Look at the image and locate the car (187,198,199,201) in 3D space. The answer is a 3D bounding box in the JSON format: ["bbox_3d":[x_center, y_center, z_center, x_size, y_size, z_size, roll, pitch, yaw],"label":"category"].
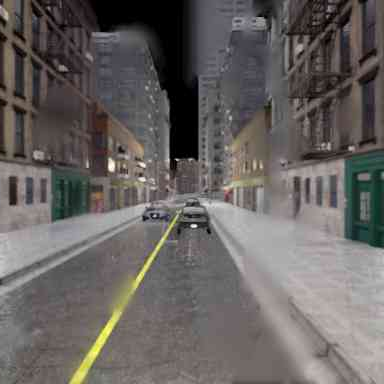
[{"bbox_3d":[0.112,1.514,39.652,1.837,1.490,4.892,0,0,0],"label":"car"}]

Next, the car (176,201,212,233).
[{"bbox_3d":[0.106,1.504,19.594,1.837,1.490,4.892,0,0,0],"label":"car"}]

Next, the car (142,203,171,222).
[{"bbox_3d":[-2.741,1.582,26.462,1.994,1.385,4.181,0,0,0],"label":"car"}]
